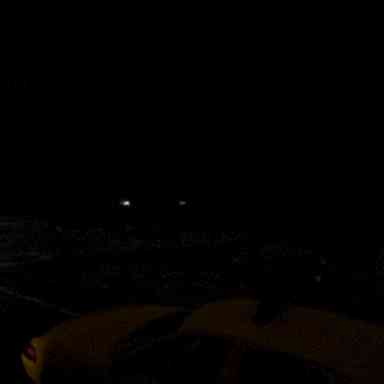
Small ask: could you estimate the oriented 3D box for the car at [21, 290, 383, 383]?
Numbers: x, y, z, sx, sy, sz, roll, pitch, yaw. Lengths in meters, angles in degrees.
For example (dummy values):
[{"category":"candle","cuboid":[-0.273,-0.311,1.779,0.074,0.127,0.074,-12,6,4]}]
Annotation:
[{"category":"car","cuboid":[0.405,1.517,2.793,4.829,1.417,1.752,1,0,35]}]
